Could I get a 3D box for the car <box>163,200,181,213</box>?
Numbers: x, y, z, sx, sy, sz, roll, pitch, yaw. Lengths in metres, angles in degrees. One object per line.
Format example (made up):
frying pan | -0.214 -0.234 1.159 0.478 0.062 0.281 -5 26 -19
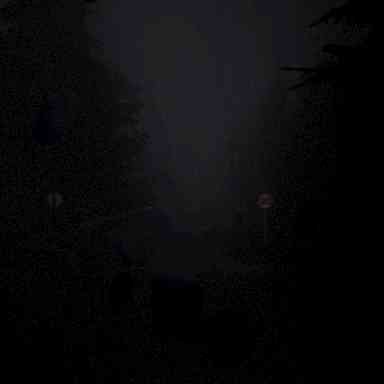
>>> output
car | -2.415 1.797 41.799 1.837 1.490 4.892 0 0 3
